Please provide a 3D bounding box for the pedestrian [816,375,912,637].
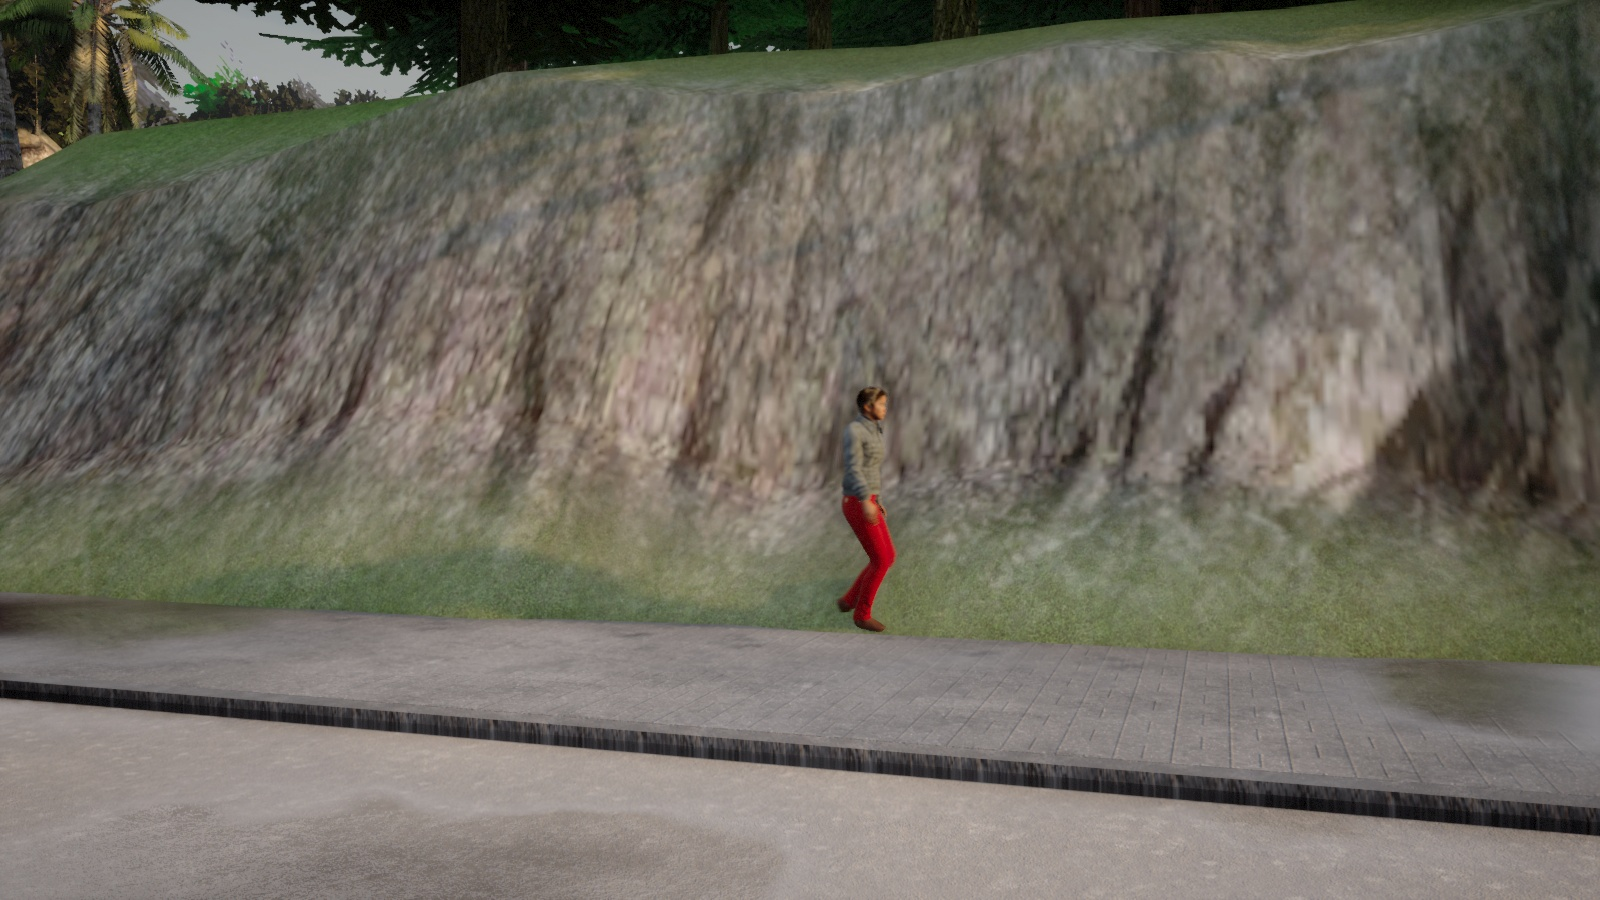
[{"bbox_3d":[0.463,0.392,9.114,0.614,1.847,0.353,1,1,19],"label":"pedestrian"}]
